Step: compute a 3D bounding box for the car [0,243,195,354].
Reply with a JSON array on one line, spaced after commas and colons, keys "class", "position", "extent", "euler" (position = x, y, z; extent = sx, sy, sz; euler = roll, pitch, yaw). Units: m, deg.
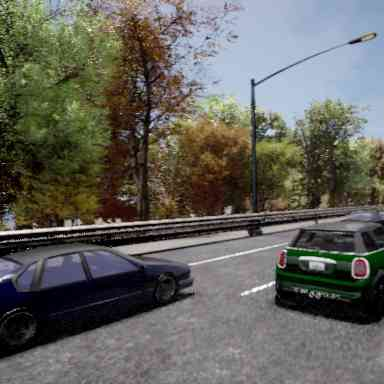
[{"class": "car", "position": [-2.340, 1.760, 6.592], "extent": [2.033, 1.411, 5.357], "euler": [-2, -2, 43]}]

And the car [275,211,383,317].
[{"class": "car", "position": [3.945, 1.511, 8.173], "extent": [2.097, 1.767, 4.553], "euler": [-2, -2, 43]}]

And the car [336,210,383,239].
[{"class": "car", "position": [11.111, 1.933, 21.015], "extent": [2.033, 1.411, 5.357], "euler": [-2, -2, 43]}]
